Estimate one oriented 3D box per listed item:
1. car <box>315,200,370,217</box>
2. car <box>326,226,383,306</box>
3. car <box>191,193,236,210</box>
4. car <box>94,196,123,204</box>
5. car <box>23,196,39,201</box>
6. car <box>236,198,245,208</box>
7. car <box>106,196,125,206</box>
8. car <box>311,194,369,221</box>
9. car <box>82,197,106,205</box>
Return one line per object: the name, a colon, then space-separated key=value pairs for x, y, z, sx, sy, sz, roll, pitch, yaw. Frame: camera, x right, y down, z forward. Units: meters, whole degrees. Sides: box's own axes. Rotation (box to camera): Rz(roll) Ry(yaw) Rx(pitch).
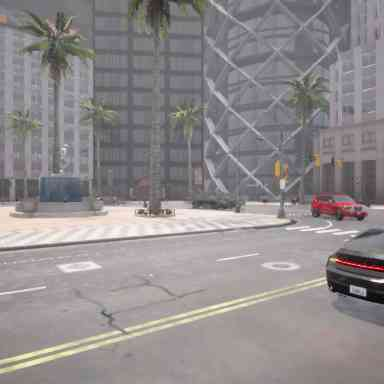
car: x=14.750 y=1.525 z=32.831 sx=1.812 sy=1.442 sz=4.674 roll=0 pitch=0 yaw=-36
car: x=4.923 y=1.505 z=7.306 sx=4.892 sy=1.490 sz=1.837 roll=0 pitch=0 yaw=-35
car: x=2.405 y=1.221 z=43.167 sx=5.566 sy=2.045 sz=2.150 roll=0 pitch=0 yaw=42
car: x=-15.517 y=1.478 z=62.048 sx=5.008 sy=1.535 sz=1.882 roll=0 pitch=0 yaw=5
car: x=-28.455 y=1.492 z=61.342 sx=4.902 sy=1.511 sz=2.128 roll=0 pitch=0 yaw=-10
car: x=4.568 y=1.221 z=45.823 sx=5.566 sy=2.045 sz=2.150 roll=0 pitch=0 yaw=42
car: x=-13.465 y=1.492 z=54.721 sx=4.902 sy=1.511 sz=2.128 roll=0 pitch=0 yaw=8
car: x=12.027 y=1.220 z=27.529 sx=2.150 sy=2.045 sz=5.566 roll=1 pitch=0 yaw=-10
car: x=-16.460 y=1.477 z=51.618 sx=5.008 sy=1.535 sz=1.882 roll=0 pitch=0 yaw=4
